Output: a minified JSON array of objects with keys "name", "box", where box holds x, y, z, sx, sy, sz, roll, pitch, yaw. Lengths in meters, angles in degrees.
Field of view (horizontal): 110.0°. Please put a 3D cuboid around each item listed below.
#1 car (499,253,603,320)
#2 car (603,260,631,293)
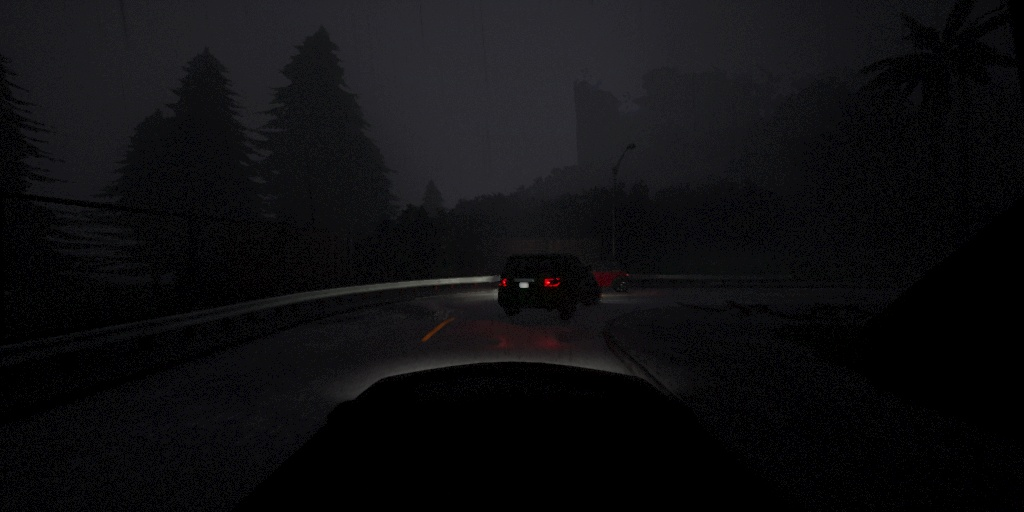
[{"name":"car","box":[1.501,0.932,12.870,2.150,2.045,5.566,-2,0,25]},{"name":"car","box":[3.833,1.037,19.034,4.553,1.767,2.097,0,1,-12]}]
